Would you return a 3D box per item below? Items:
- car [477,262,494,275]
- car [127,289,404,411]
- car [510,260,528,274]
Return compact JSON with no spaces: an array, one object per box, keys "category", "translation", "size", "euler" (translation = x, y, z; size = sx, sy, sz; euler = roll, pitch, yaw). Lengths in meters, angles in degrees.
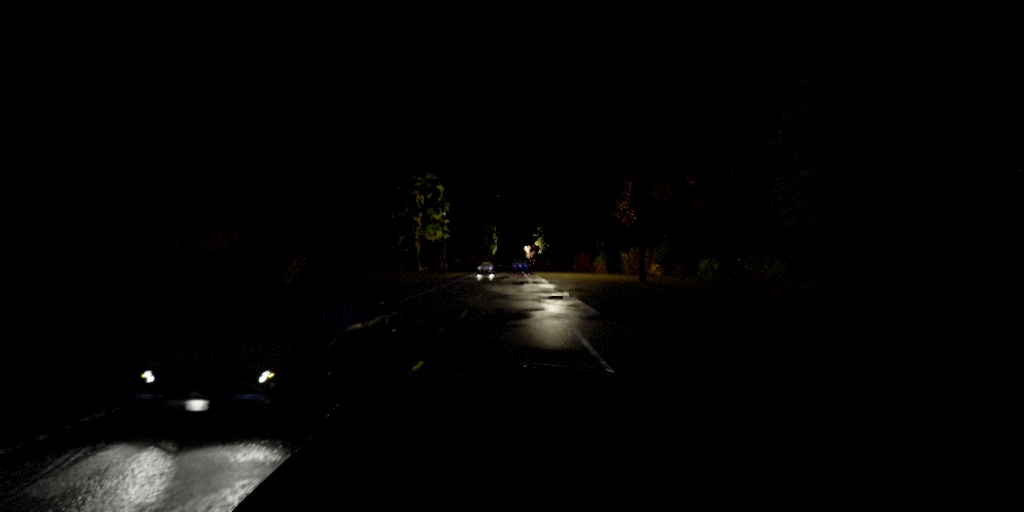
[{"category":"car","translation":[-3.588,1.650,49.663],"size":[2.097,1.767,4.553],"euler":[0,-1,0]},{"category":"car","translation":[-3.603,1.347,6.761],"size":[2.033,1.411,5.357],"euler":[0,-1,0]},{"category":"car","translation":[1.203,1.560,52.609],"size":[2.150,2.045,5.566],"euler":[0,-1,0]}]
